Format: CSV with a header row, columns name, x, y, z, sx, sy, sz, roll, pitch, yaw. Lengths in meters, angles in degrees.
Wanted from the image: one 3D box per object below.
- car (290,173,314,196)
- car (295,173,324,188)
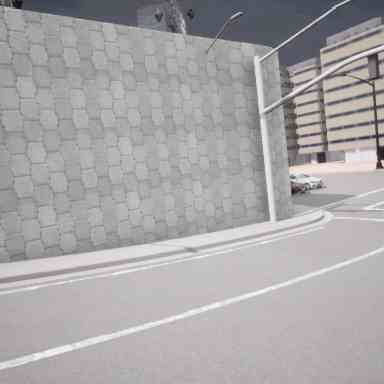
name,x,y,z,sx,sy,sz,roll,pitch,yaw
car,7.358,-0.456,27.851,1.812,1.442,4.674,-10,6,-35
car,9.712,-0.971,30.492,1.812,1.442,4.674,-10,6,-35
